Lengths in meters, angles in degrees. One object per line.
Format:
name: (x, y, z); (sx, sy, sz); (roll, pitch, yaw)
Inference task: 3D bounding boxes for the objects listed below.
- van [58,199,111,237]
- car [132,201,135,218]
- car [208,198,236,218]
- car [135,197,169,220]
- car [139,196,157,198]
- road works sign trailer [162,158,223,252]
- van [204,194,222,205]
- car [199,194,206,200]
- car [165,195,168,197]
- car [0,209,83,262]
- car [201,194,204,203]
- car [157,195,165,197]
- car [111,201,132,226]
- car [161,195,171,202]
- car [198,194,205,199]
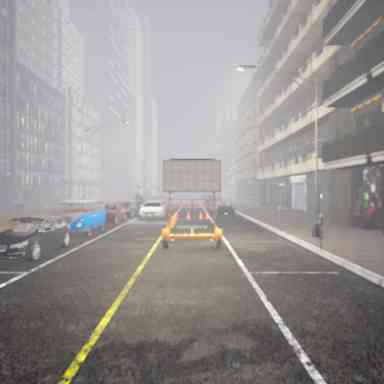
van: (-5.689, 1.276, 17.295); (1.690, 1.788, 3.998); (0, 0, 0)
car: (-5.685, 1.462, 28.342); (1.947, 1.339, 4.313); (0, 0, 0)
car: (2.696, 1.446, 28.339); (2.008, 1.369, 4.403); (0, 0, 0)
car: (-3.091, 1.427, 26.725); (1.812, 1.442, 4.674); (0, 0, 0)
car: (-5.683, 1.301, 39.388); (1.967, 1.590, 4.097); (0, 0, 0)
road works sign trailer: (0.004, 0.412, 13.666); (2.380, 3.560, 2.880); (0, 0, 0)
van: (2.698, 1.202, 39.384); (1.690, 1.788, 3.998); (0, 0, 0)
car: (2.712, 1.259, 89.259); (1.752, 1.417, 4.829); (0, 0, 0)
car: (-5.678, 1.365, 55.956); (2.008, 1.369, 4.403); (0, 0, 0)
car: (-5.690, 1.506, 11.773); (2.008, 1.369, 4.403); (0, 0, 0)
car: (2.702, 1.374, 50.430); (1.887, 1.381, 4.507); (0, 0, 0)
car: (-5.679, 1.380, 50.432); (2.008, 1.369, 4.403); (0, 0, 0)
car: (-5.687, 1.459, 22.819); (1.887, 1.381, 4.507); (0, 0, 0)
car: (-5.673, 1.336, 72.524); (1.947, 1.339, 4.313); (0, 0, 0)
car: (2.712, 1.249, 94.783); (1.752, 1.417, 4.829); (0, 0, 0)
